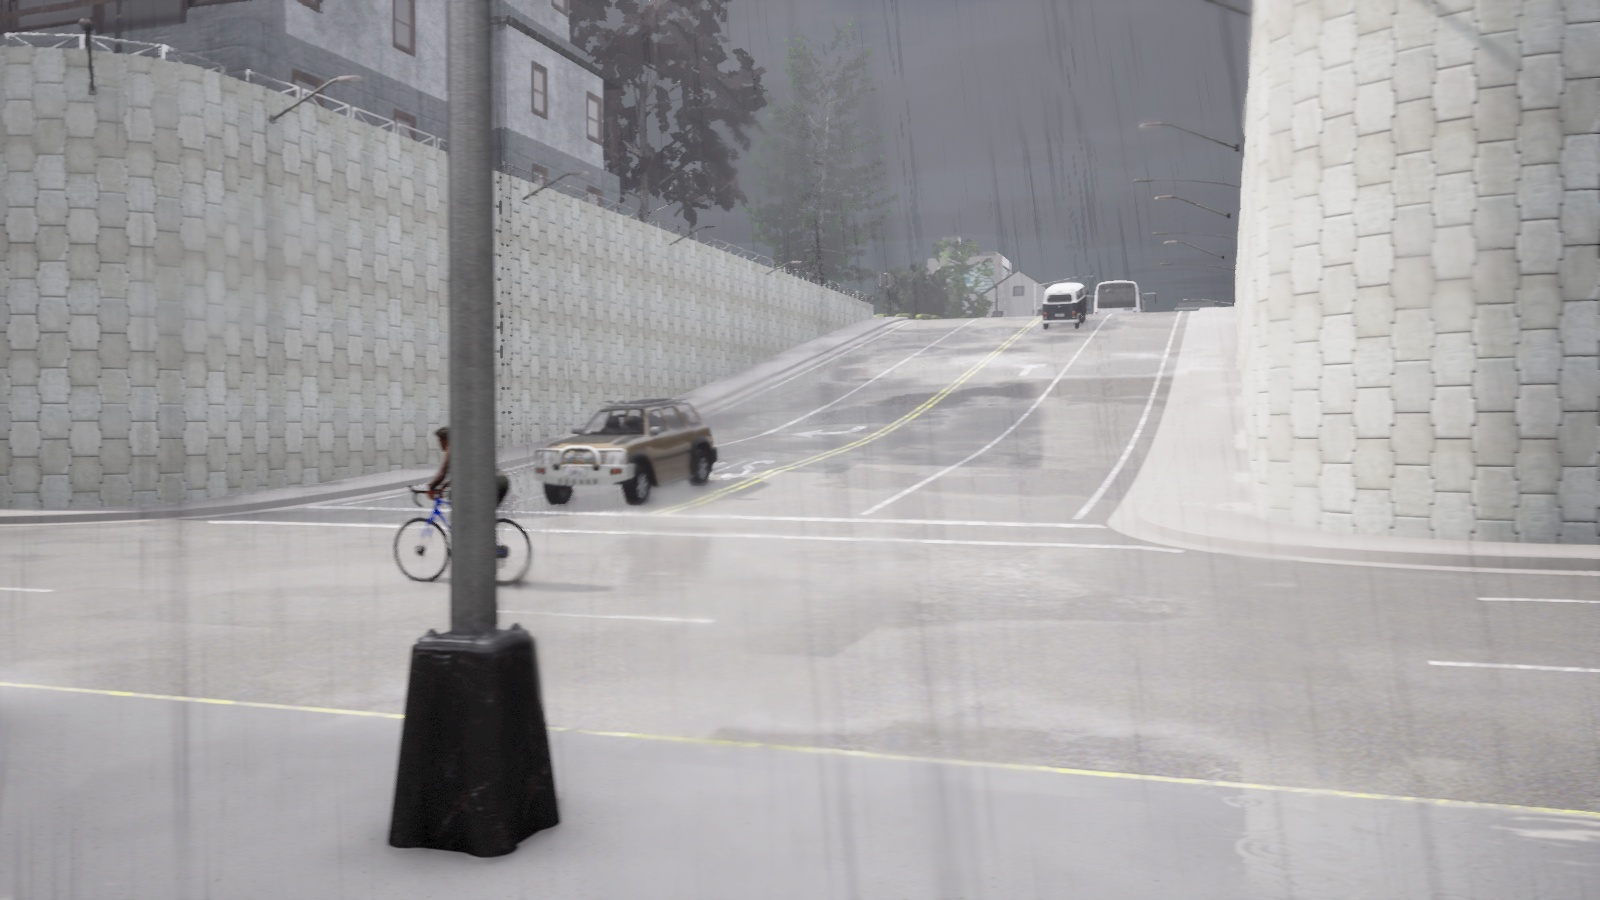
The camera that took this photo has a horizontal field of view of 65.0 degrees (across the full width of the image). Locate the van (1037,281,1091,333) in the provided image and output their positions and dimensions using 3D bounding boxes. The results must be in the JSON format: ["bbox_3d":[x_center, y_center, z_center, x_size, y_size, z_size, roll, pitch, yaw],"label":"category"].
[{"bbox_3d":[13.066,-7.067,61.885,2.069,2.038,4.480,1,12,19],"label":"van"}]

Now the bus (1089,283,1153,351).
[{"bbox_3d":[24.617,-9.994,95.861,3.944,4.253,10.273,1,1,19],"label":"bus"}]

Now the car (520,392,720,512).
[{"bbox_3d":[-3.364,-0.064,24.541,1.932,1.855,4.605,1,6,19],"label":"car"}]

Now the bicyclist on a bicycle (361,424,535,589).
[{"bbox_3d":[-3.598,0.547,12.842,1.656,1.620,0.582,0,1,19],"label":"bicyclist on a bicycle"}]
